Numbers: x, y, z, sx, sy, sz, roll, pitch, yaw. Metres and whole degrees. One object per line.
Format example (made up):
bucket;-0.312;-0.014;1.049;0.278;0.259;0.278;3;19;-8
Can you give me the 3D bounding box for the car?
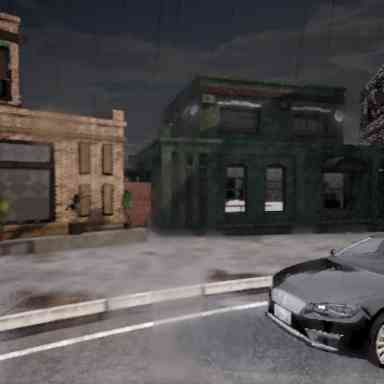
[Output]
car;3.588;1.449;5.434;4.902;1.511;2.128;0;1;-19
